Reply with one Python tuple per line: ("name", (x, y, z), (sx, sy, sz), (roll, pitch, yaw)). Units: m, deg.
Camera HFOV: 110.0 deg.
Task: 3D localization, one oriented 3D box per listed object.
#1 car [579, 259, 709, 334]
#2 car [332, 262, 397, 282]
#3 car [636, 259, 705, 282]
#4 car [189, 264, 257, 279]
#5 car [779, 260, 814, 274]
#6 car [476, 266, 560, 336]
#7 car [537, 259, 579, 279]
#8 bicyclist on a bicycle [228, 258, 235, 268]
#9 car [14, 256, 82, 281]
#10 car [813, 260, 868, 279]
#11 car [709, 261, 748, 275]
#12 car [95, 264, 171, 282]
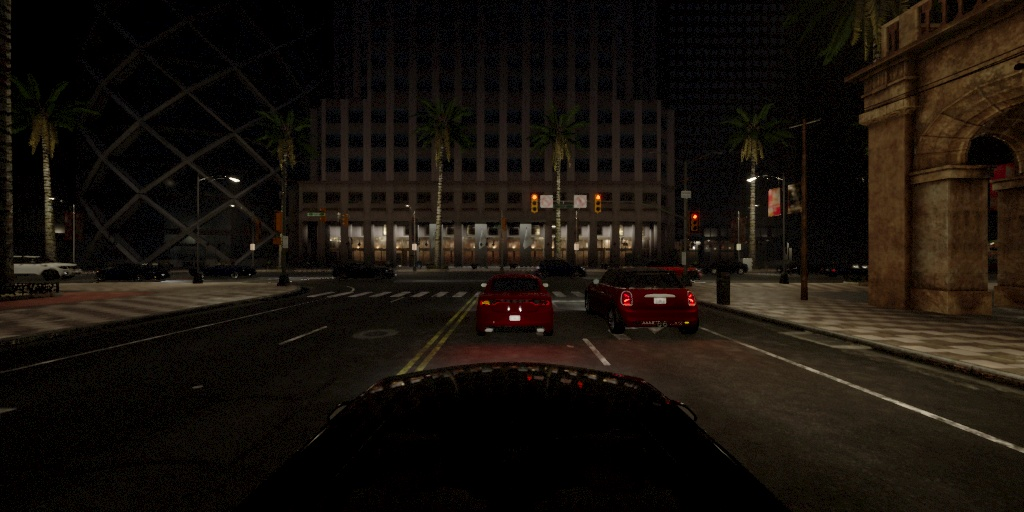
("car", (3.582, 1.102, 10.774), (2.097, 1.767, 4.553), (0, 0, 0))
("car", (-11.792, 1.241, 28.739), (4.902, 1.511, 2.128), (0, 0, 0))
("car", (12.586, 1.102, 28.690), (4.553, 1.767, 2.097), (0, 0, 0))
("car", (-25.727, 1.351, 32.062), (4.718, 1.301, 1.895), (0, 0, -3))
("car", (32.777, 1.228, 39.327), (5.008, 1.535, 1.882), (0, 0, 0))
("car", (0.080, 1.228, 10.433), (1.882, 1.535, 5.008), (0, 0, 0))
("car", (4.325, 1.102, 32.211), (4.553, 1.767, 2.097), (0, 0, 0))
("bicyclist on a bicycle", (-35.750, 1.050, 45.689), (0.582, 1.620, 1.656), (0, 0, -12))
("car", (-39.296, 0.973, 29.123), (5.566, 2.045, 2.150), (0, 0, -26))
("car", (30.762, 1.297, 32.136), (5.357, 1.411, 2.033), (0, 0, 0))
("car", (23.170, 1.255, 39.359), (4.892, 1.490, 1.837), (0, 0, 0))
("car", (-29.710, 1.314, 28.207), (4.181, 1.385, 1.994), (0, 0, -9))
